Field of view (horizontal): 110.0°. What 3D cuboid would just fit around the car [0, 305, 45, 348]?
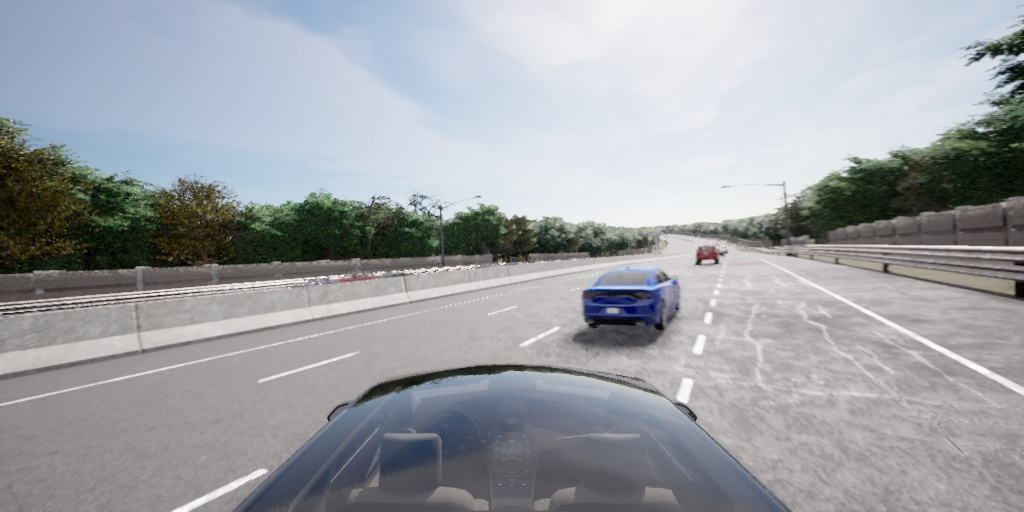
[{"bbox_3d":[-20.132,2.719,11.942,2.033,1.411,5.357,-4,0,32],"label":"car"}]

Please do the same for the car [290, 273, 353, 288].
[{"bbox_3d":[-14.883,2.459,27.186,2.033,1.411,5.357,-4,0,32],"label":"car"}]

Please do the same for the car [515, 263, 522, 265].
[{"bbox_3d":[-0.076,1.621,44.482,1.837,1.490,4.892,-4,-1,32],"label":"car"}]

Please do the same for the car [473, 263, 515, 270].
[{"bbox_3d":[-2.212,1.652,34.362,2.033,1.411,5.357,-4,-1,32],"label":"car"}]

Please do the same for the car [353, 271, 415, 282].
[{"bbox_3d":[-9.790,2.082,28.800,1.837,1.490,4.892,-4,0,32],"label":"car"}]

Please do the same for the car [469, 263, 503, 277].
[{"bbox_3d":[-3.270,1.797,45.969,1.837,1.490,4.892,-4,-1,32],"label":"car"}]

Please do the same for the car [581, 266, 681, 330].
[{"bbox_3d":[3.595,1.037,10.364,1.882,1.535,5.008,-4,0,32],"label":"car"}]

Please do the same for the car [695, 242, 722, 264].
[{"bbox_3d":[22.254,-0.185,40.837,2.150,2.045,5.566,-4,-1,32],"label":"car"}]

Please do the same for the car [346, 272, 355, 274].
[{"bbox_3d":[-14.930,2.306,33.782,2.097,1.767,4.553,-4,0,32],"label":"car"}]
